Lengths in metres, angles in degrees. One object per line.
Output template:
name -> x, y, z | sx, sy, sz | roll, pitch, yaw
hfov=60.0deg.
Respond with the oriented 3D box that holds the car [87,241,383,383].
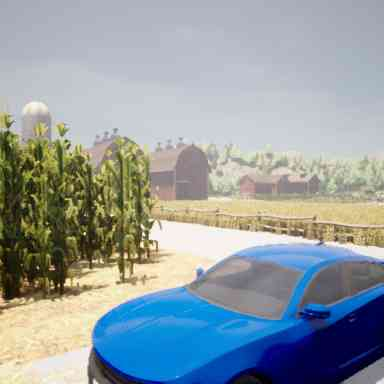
car -> 1.212, 1.485, 4.377 | 5.008, 1.535, 1.882 | 0, 0, -36
